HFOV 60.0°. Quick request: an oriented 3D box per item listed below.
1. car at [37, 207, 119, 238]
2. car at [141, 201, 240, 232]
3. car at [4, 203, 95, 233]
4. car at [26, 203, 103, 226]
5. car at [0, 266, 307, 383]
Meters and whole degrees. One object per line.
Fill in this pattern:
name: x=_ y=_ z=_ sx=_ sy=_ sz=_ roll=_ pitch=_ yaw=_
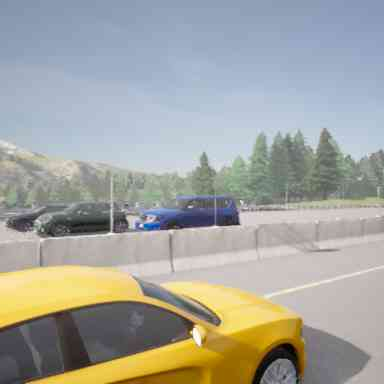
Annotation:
car: x=-5.623 y=1.293 z=17.137 sx=4.553 sy=1.767 sz=2.097 roll=0 pitch=0 yaw=-35
car: x=-0.051 y=1.190 z=16.752 sx=5.566 sy=2.045 sz=2.150 roll=0 pitch=0 yaw=-35
car: x=-8.299 y=1.453 z=19.541 sx=4.674 sy=1.442 sz=1.812 roll=0 pitch=0 yaw=-35
car: x=-8.891 y=1.520 z=23.393 sx=4.718 sy=1.301 sz=1.895 roll=0 pitch=0 yaw=-35
car: x=-1.021 y=1.466 z=3.040 sx=5.008 sy=1.535 sz=1.882 roll=0 pitch=0 yaw=-35
